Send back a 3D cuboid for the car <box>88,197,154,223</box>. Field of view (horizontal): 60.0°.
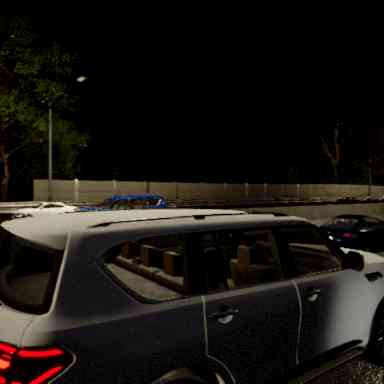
[{"bbox_3d":[-5.494,1.338,25.874,4.553,1.767,2.097,0,0,-37],"label":"car"}]

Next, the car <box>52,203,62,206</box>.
[{"bbox_3d":[-6.248,1.553,21.027,4.181,1.385,1.994,0,0,-35],"label":"car"}]

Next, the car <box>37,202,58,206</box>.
[{"bbox_3d":[-11.079,1.516,25.371,4.674,1.442,1.812,0,0,-38],"label":"car"}]

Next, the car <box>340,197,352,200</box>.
[{"bbox_3d":[23.787,1.519,50.974,4.181,1.385,1.994,0,0,-35],"label":"car"}]

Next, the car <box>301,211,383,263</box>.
[{"bbox_3d":[6.267,1.545,12.509,4.181,1.385,1.994,0,0,-35],"label":"car"}]

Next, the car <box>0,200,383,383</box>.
[{"bbox_3d":[0.506,1.217,4.108,5.566,2.045,2.150,0,0,-35],"label":"car"}]

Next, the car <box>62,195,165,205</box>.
[{"bbox_3d":[-3.894,1.210,18.408,5.566,2.045,2.150,0,0,-35],"label":"car"}]

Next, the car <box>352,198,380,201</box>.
[{"bbox_3d":[25.717,1.556,48.056,4.718,1.301,1.895,0,0,-35],"label":"car"}]
